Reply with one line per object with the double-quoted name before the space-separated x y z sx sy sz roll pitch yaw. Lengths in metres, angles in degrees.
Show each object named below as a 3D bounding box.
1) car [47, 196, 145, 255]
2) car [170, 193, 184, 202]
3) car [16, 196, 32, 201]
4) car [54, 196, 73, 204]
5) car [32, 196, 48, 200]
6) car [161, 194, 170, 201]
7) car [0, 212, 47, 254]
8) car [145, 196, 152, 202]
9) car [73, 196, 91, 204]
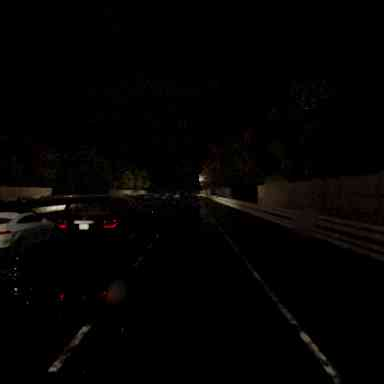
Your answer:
"car" -3.497 1.218 13.449 2.150 2.045 5.566 0 0 0
"car" -3.512 1.549 78.843 2.033 1.411 5.357 0 0 0
"car" -31.509 1.486 63.485 2.033 1.411 5.357 0 0 0
"car" -24.510 1.507 63.533 1.994 1.385 4.181 0 0 0
"car" -28.009 1.476 63.486 1.812 1.442 4.674 0 0 0
"car" -7.014 1.545 86.448 2.033 1.411 5.357 0 0 0
"car" -7.000 1.516 13.247 1.812 1.442 4.674 0 0 0
"car" -10.512 1.550 78.388 1.994 1.385 4.181 0 0 0
"car" -21.011 1.477 63.620 1.812 1.442 4.674 0 0 0
